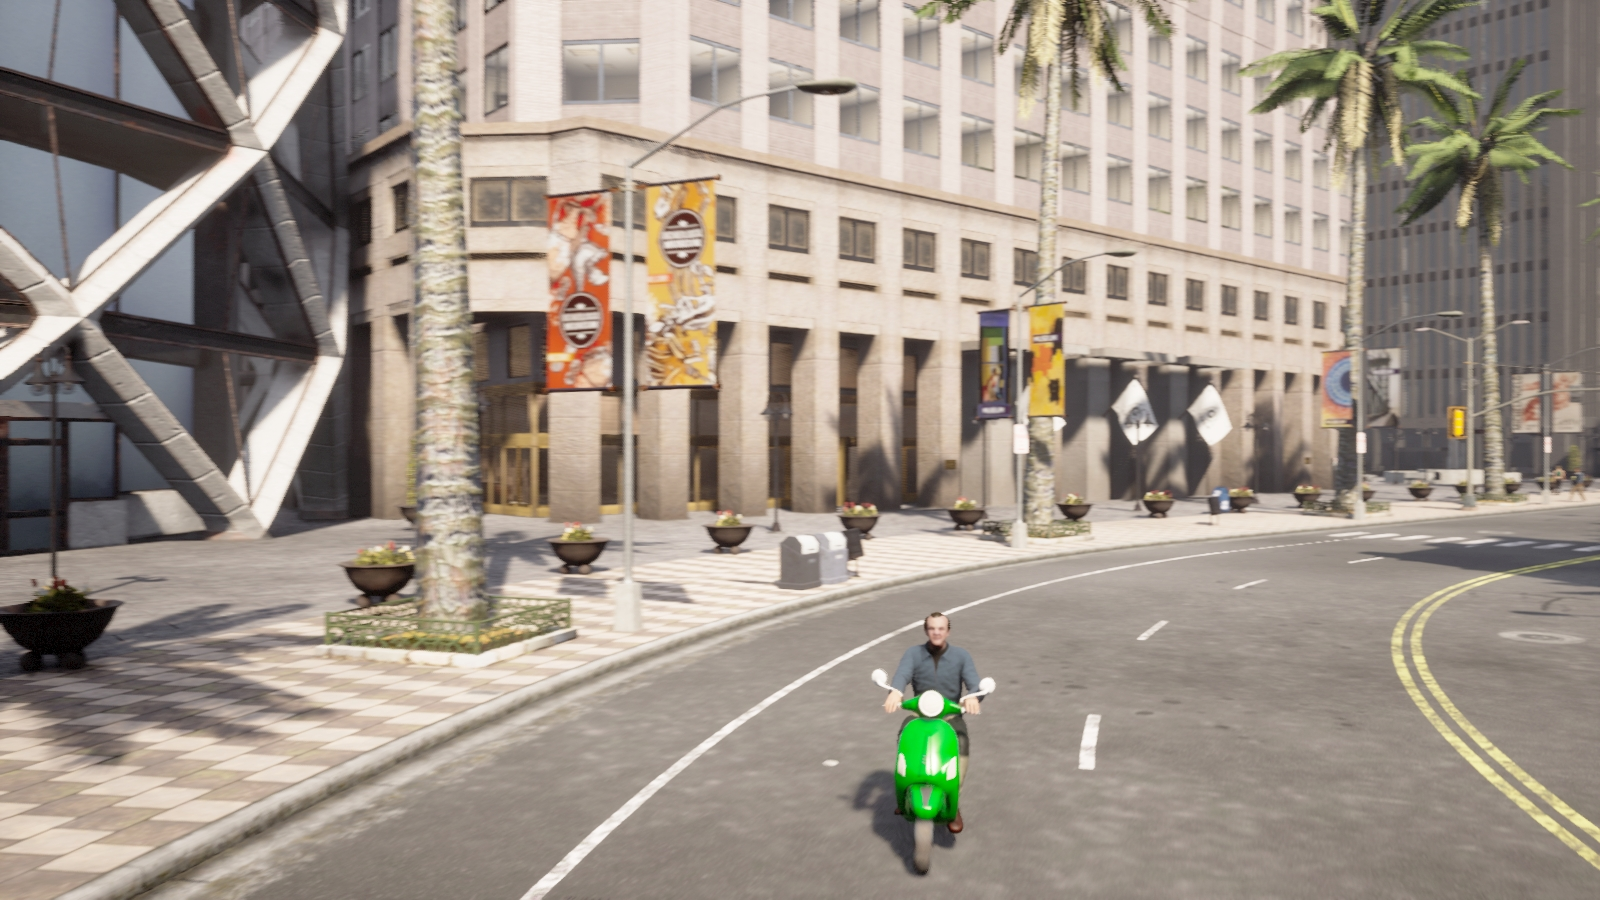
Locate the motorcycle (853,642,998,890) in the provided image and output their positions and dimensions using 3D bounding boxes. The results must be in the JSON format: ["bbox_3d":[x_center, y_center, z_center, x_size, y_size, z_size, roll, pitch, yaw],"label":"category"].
[{"bbox_3d":[0.959,2.183,8.266,0.856,1.236,1.805,1,0,11],"label":"motorcycle"}]

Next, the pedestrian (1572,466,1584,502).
[{"bbox_3d":[39.942,1.750,58.659,0.375,1.860,0.375,0,0,-2],"label":"pedestrian"}]
